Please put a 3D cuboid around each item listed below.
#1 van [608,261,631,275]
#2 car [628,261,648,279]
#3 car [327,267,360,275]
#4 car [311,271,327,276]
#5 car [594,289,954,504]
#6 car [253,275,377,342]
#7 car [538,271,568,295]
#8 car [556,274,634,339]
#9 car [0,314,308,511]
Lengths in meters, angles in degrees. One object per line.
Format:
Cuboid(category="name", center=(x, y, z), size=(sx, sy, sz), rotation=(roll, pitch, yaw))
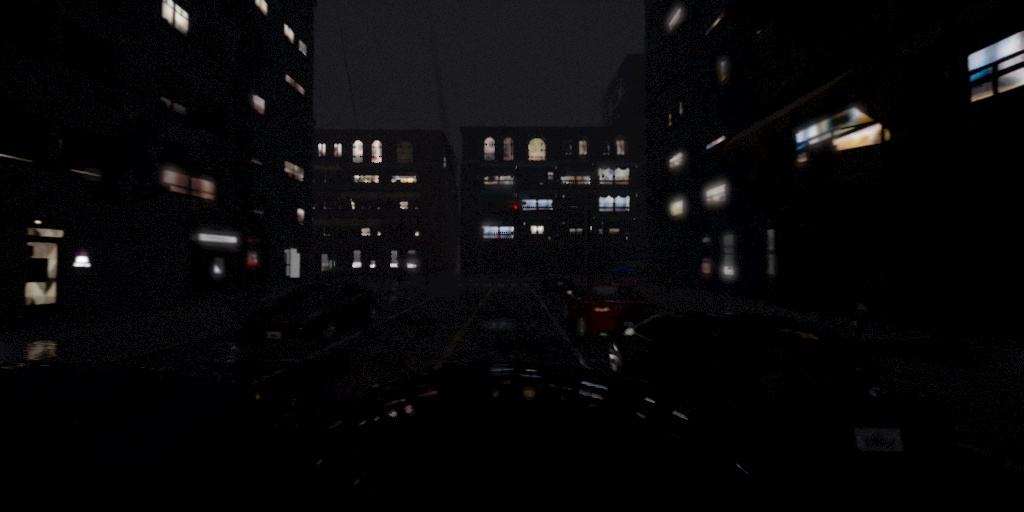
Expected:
Cuboid(category="van", center=(13.089, 1.467, 40.849), size=(3.998, 1.789, 1.690), rotation=(0, 0, 0))
Cuboid(category="car", center=(14.412, 1.490, 35.558), size=(4.674, 1.442, 1.812), rotation=(0, -1, 0))
Cuboid(category="car", center=(-19.696, 1.885, 40.803), size=(4.403, 1.370, 2.007), rotation=(0, 0, 0))
Cuboid(category="car", center=(-19.653, 1.597, 32.665), size=(4.097, 1.591, 1.967), rotation=(0, 0, 0))
Cuboid(category="car", center=(2.566, 1.346, 4.588), size=(1.948, 1.339, 4.313), rotation=(0, 0, 0))
Cuboid(category="car", center=(-5.281, 1.404, 10.128), size=(1.948, 1.339, 4.313), rotation=(0, 0, 0))
Cuboid(category="car", center=(2.567, 1.526, 21.279), size=(1.948, 1.339, 4.313), rotation=(0, 0, 0))
Cuboid(category="car", center=(2.566, 1.384, 10.153), size=(1.888, 1.381, 4.507), rotation=(0, 0, 0))
Cuboid(category="car", center=(-2.849, 1.269, 1.025), size=(1.812, 1.442, 4.674), rotation=(0, -1, 0))
